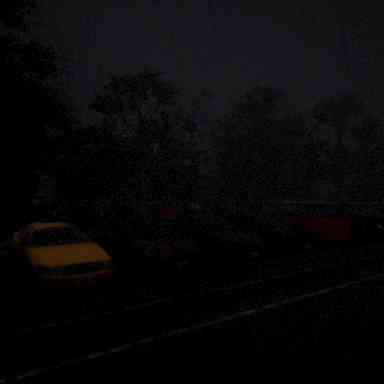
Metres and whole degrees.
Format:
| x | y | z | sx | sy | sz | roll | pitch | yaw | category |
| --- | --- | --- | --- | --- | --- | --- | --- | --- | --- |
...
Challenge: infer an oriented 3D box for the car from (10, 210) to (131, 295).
| x | y | z | sx | sy | sz | roll | pitch | yaw | category |
| --- | --- | --- | --- | --- | --- | --- | --- | --- | --- |
| -3.808 | 1.516 | 9.239 | 1.946 | 1.575 | 5.366 | 1 | 0 | -35 | car |

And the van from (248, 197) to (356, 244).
| x | y | z | sx | sy | sz | roll | pitch | yaw | category |
| --- | --- | --- | --- | --- | --- | --- | --- | --- | --- |
| 5.076 | 1.380 | 15.912 | 1.878 | 1.987 | 4.442 | 1 | 0 | -35 | van |

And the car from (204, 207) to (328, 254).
| x | y | z | sx | sy | sz | roll | pitch | yaw | category |
| --- | --- | --- | --- | --- | --- | --- | --- | --- | --- |
| 2.894 | 1.614 | 14.185 | 2.163 | 1.488 | 4.792 | 1 | 0 | -35 | car |

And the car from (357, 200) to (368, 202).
| x | y | z | sx | sy | sz | roll | pitch | yaw | category |
| --- | --- | --- | --- | --- | --- | --- | --- | --- | --- |
| 18.064 | 1.931 | 40.792 | 1.946 | 1.575 | 5.366 | 1 | -1 | -35 | car |

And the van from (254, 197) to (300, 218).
| x | y | z | sx | sy | sz | roll | pitch | yaw | category |
| --- | --- | --- | --- | --- | --- | --- | --- | --- | --- |
| 8.756 | 1.525 | 34.560 | 1.878 | 1.987 | 4.442 | 1 | -1 | -35 | van |

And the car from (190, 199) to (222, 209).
| x | y | z | sx | sy | sz | roll | pitch | yaw | category |
| --- | --- | --- | --- | --- | --- | --- | --- | --- | --- |
| -0.111 | 1.626 | 28.132 | 2.097 | 1.535 | 5.008 | 1 | 0 | -35 | car |

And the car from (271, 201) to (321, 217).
| x | y | z | sx | sy | sz | roll | pitch | yaw | category |
| --- | --- | --- | --- | --- | --- | --- | --- | --- | --- |
| 11.197 | 1.826 | 36.113 | 2.163 | 1.488 | 4.792 | 1 | -1 | -35 | car |

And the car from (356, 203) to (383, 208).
| x | y | z | sx | sy | sz | roll | pitch | yaw | category |
| --- | --- | --- | --- | --- | --- | --- | --- | --- | --- |
| 11.938 | 1.681 | 20.630 | 2.231 | 1.521 | 4.892 | 1 | -1 | -35 | car |

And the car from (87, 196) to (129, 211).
| x | y | z | sx | sy | sz | roll | pitch | yaw | category |
| --- | --- | --- | --- | --- | --- | --- | --- | --- | --- |
| -6.867 | 1.310 | 23.298 | 2.435 | 2.045 | 5.566 | 1 | 0 | -35 | car |

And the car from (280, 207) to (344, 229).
| x | y | z | sx | sy | sz | roll | pitch | yaw | category |
| --- | --- | --- | --- | --- | --- | --- | --- | --- | --- |
| 8.626 | 1.791 | 23.731 | 4.718 | 1.301 | 1.895 | 1 | 0 | -35 | car |

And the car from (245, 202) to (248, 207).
| x | y | z | sx | sy | sz | roll | pitch | yaw | category |
| --- | --- | --- | --- | --- | --- | --- | --- | --- | --- |
| 4.391 | 1.708 | 31.356 | 2.163 | 1.488 | 4.792 | 1 | 0 | -35 | car |

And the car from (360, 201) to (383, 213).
| x | y | z | sx | sy | sz | roll | pitch | yaw | category |
| --- | --- | --- | --- | --- | --- | --- | --- | --- | --- |
| 26.895 | 2.115 | 47.279 | 2.097 | 1.535 | 5.008 | 1 | -1 | -35 | car |

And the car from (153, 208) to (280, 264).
| x | y | z | sx | sy | sz | roll | pitch | yaw | category |
| --- | --- | --- | --- | --- | --- | --- | --- | --- | --- |
| 0.630 | 1.592 | 12.579 | 2.163 | 1.488 | 4.792 | 1 | 0 | -35 | car |

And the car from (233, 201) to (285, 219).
| x | y | z | sx | sy | sz | roll | pitch | yaw | category |
| --- | --- | --- | --- | --- | --- | --- | --- | --- | --- |
| 6.544 | 1.741 | 32.883 | 2.163 | 1.488 | 4.792 | 1 | -1 | -35 | car |

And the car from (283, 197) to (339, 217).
| x | y | z | sx | sy | sz | roll | pitch | yaw | category |
| --- | --- | --- | --- | --- | --- | --- | --- | --- | --- |
| 13.426 | 1.591 | 37.765 | 2.435 | 2.045 | 5.566 | 1 | -1 | -35 | car |

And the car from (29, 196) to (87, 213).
| x | y | z | sx | sy | sz | roll | pitch | yaw | category |
| --- | --- | --- | --- | --- | --- | --- | --- | --- | --- |
| -9.127 | 1.289 | 21.696 | 2.435 | 2.045 | 5.566 | 1 | 0 | -35 | car |

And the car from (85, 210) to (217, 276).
| x | y | z | sx | sy | sz | roll | pitch | yaw | category |
| --- | --- | --- | --- | --- | --- | --- | --- | --- | --- |
| -1.634 | 1.571 | 10.973 | 2.163 | 1.488 | 4.792 | 1 | 0 | -35 | car |

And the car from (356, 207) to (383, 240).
| x | y | z | sx | sy | sz | roll | pitch | yaw | category |
| --- | --- | --- | --- | --- | --- | --- | --- | --- | --- |
| 7.389 | 1.658 | 17.446 | 2.163 | 1.488 | 4.792 | 1 | 0 | -35 | car |

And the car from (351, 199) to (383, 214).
| x | y | z | sx | sy | sz | roll | pitch | yaw | category |
| --- | --- | --- | --- | --- | --- | --- | --- | --- | --- |
| 24.616 | 1.943 | 45.706 | 2.185 | 1.767 | 4.553 | 1 | -1 | -35 | car |

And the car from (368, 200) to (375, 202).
| x | y | z | sx | sy | sz | roll | pitch | yaw | category |
| --- | --- | --- | --- | --- | --- | --- | --- | --- | --- |
| 20.217 | 2.020 | 42.544 | 2.002 | 1.452 | 4.674 | 1 | -1 | -35 | car |

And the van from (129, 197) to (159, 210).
| x | y | z | sx | sy | sz | roll | pitch | yaw | category |
| --- | --- | --- | --- | --- | --- | --- | --- | --- | --- |
| -4.557 | 1.357 | 24.828 | 1.878 | 1.987 | 4.442 | 1 | 0 | -35 | van |

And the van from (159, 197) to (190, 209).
| x | y | z | sx | sy | sz | roll | pitch | yaw | category |
| --- | --- | --- | --- | --- | --- | --- | --- | --- | --- |
| -2.433 | 1.379 | 26.621 | 1.878 | 1.987 | 4.442 | 1 | 0 | -35 | van |

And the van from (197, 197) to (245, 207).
| x | y | z | sx | sy | sz | roll | pitch | yaw | category |
| --- | --- | --- | --- | --- | --- | --- | --- | --- | --- |
| 2.228 | 1.425 | 29.653 | 1.878 | 1.987 | 4.442 | 1 | 0 | -36 | van |
